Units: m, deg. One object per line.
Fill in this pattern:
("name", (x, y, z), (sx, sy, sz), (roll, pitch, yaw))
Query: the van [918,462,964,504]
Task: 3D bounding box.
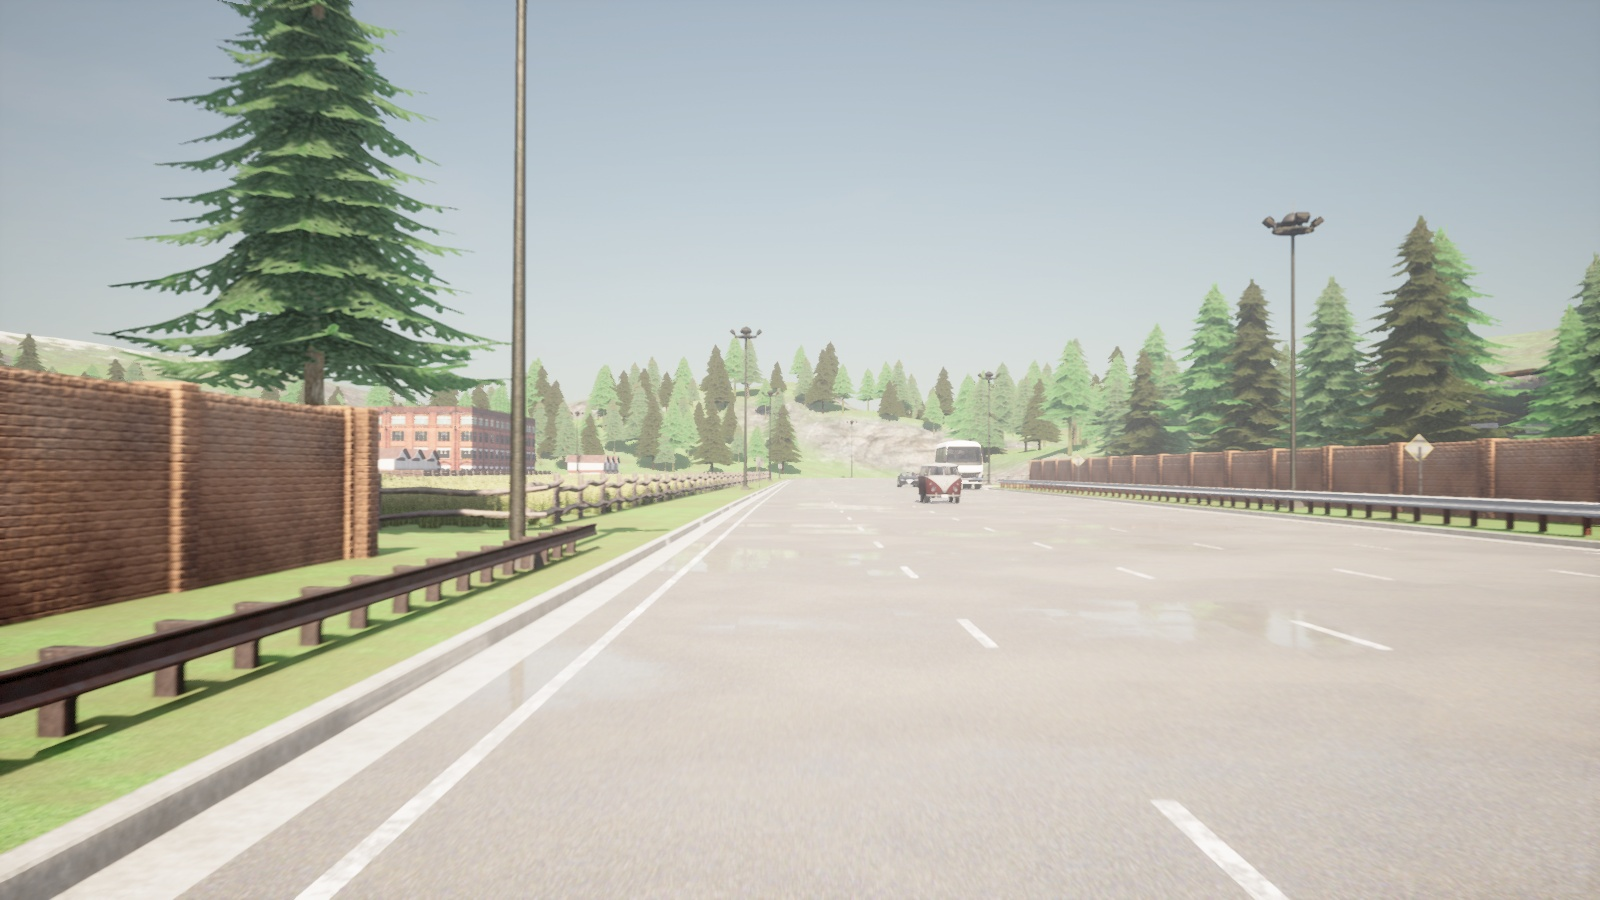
("van", (6.881, 1.568, 61.711), (1.775, 1.987, 4.442), (0, -1, 0))
